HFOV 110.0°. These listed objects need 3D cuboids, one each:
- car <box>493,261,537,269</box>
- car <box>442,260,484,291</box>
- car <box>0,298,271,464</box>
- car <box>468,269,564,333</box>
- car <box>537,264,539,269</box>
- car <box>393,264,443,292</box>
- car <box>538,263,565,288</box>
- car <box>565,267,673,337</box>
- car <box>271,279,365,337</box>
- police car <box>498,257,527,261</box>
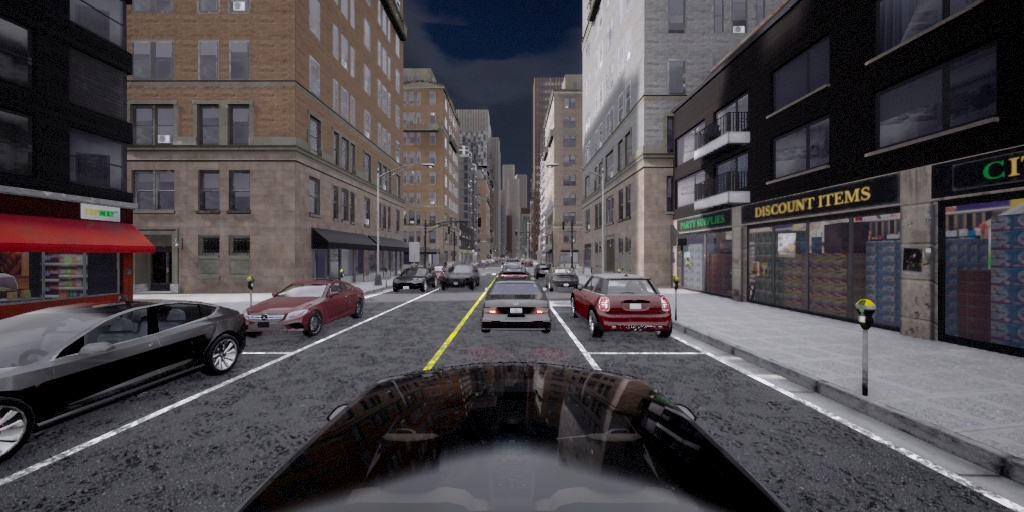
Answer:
[{"bbox_3d":[0.129,1.242,21.242,2.128,1.511,4.902,0,0,0],"label":"car"},{"bbox_3d":[-3.051,1.228,22.043,1.882,1.535,5.008,0,0,0],"label":"car"},{"bbox_3d":[-5.667,1.316,4.762,1.948,1.339,4.313,0,0,0],"label":"car"},{"bbox_3d":[0.110,1.297,10.719,2.033,1.411,5.357,0,0,0],"label":"car"},{"bbox_3d":[2.905,1.319,32.253,1.948,1.339,4.313,0,0,0],"label":"car"},{"bbox_3d":[-5.638,1.317,21.265,1.948,1.339,4.313,0,0,0],"label":"car"},{"bbox_3d":[2.887,1.301,21.251,2.007,1.370,4.403,0,0,0],"label":"car"},{"bbox_3d":[2.868,1.190,10.248,1.967,1.591,4.097,0,0,0],"label":"car"},{"bbox_3d":[-5.657,1.332,10.263,1.802,1.307,4.207,0,0,0],"label":"car"},{"bbox_3d":[0.046,1.178,31.261,1.930,1.638,5.238,0,0,0],"label":"police car"}]
